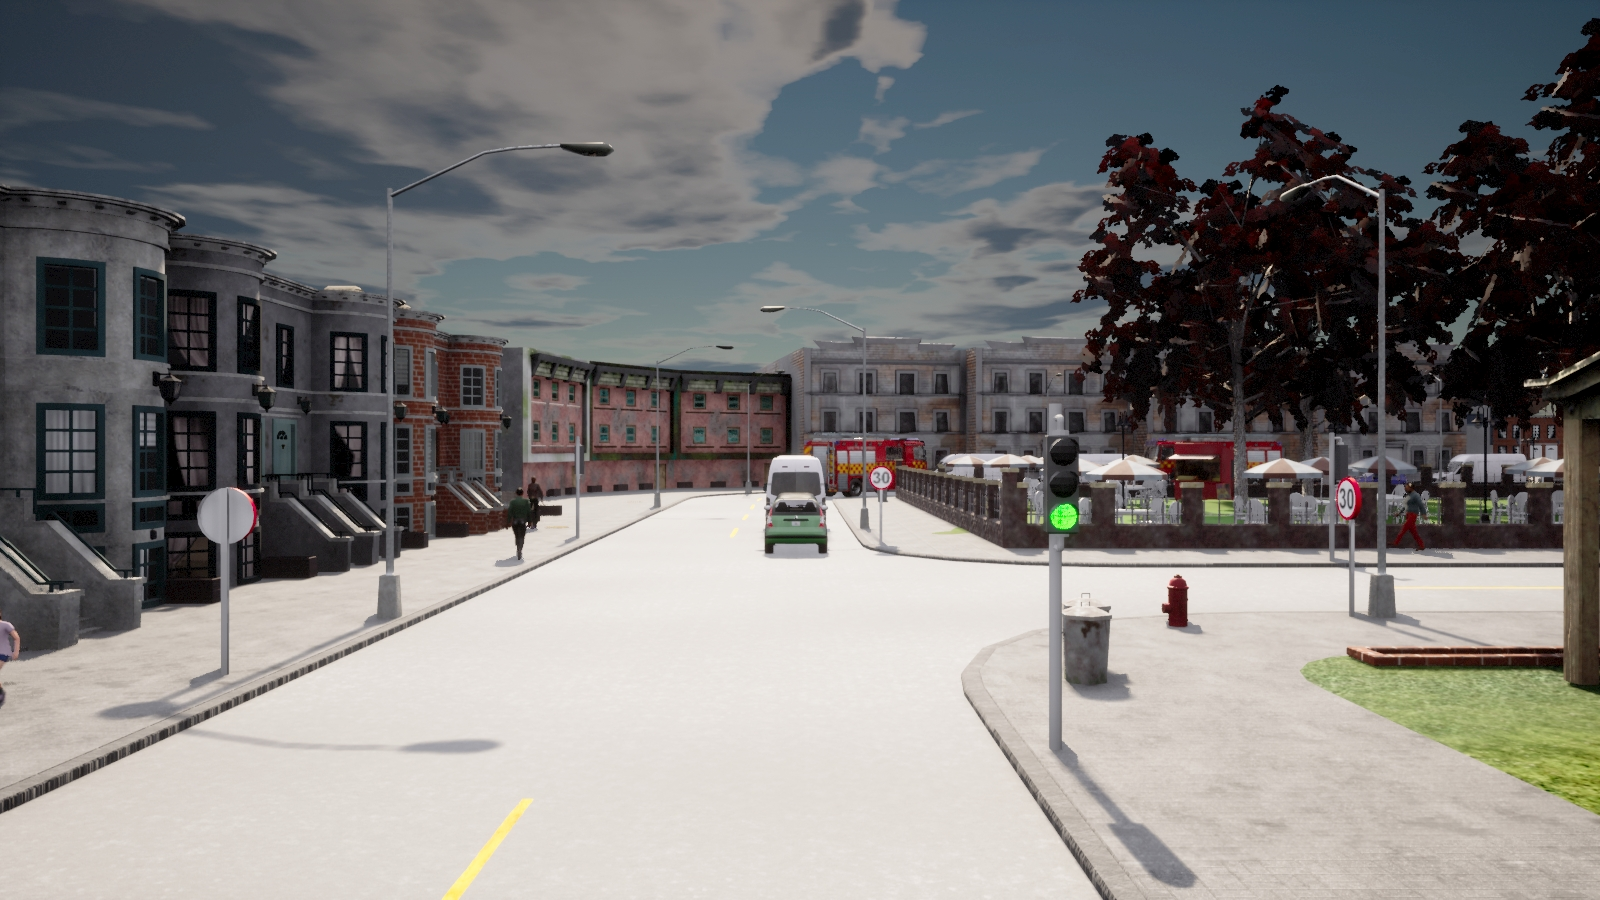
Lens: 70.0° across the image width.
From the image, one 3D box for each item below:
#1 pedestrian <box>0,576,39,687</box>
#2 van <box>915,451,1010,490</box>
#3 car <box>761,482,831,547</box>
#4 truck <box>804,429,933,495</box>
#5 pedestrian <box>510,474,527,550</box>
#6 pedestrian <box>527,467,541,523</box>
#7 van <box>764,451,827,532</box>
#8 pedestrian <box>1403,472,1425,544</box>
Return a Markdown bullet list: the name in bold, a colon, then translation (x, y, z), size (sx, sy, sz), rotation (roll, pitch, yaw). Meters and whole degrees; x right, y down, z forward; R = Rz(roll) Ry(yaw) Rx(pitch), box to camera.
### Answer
- **pedestrian**: translation (-8.444, 1.904, 12.056), size (0.500, 1.100, 0.500), rotation (0, 0, -2)
- **van**: translation (10.550, 1.314, 74.428), size (5.915, 2.561, 1.988), rotation (0, 0, 0)
- **car**: translation (-0.119, 1.779, 32.373), size (1.851, 1.617, 3.988), rotation (0, 0, 0)
- **truck**: translation (4.295, 0.672, 70.228), size (8.468, 3.827, 2.891), rotation (0, 0, -43)
- **pedestrian**: translation (-6.949, 1.524, 28.228), size (0.375, 1.860, 0.375), rotation (0, 0, -7)
- **pedestrian**: translation (-9.010, 1.524, 38.708), size (0.375, 1.860, 0.375), rotation (0, 0, 7)
- **van**: translation (-0.147, 1.315, 39.074), size (1.988, 2.561, 5.915), rotation (0, 0, 0)
- **pedestrian**: translation (16.106, 1.517, 29.979), size (0.375, 1.860, 0.375), rotation (0, 0, 1)
